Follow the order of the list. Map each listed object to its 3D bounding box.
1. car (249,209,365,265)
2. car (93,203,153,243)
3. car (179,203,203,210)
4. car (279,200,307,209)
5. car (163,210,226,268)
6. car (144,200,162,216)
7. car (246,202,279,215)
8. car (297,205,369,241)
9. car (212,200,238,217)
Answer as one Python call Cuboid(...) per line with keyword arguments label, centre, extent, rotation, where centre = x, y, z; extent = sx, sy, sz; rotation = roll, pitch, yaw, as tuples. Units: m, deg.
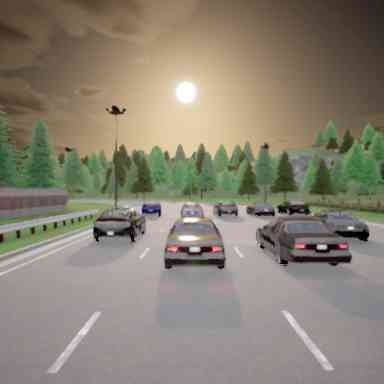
Cuboid(label="car", centre=(3.582, 1.564, 11.655), extent=(2.033, 1.411, 5.357), rotation=(0, 0, 0))
Cuboid(label="car", centre=(-3.411, 1.513, 16.340), extent=(2.128, 1.511, 4.902), rotation=(0, 0, 0))
Cuboid(label="car", centre=(-0.059, 1.584, 26.650), extent=(2.033, 1.411, 5.357), rotation=(0, 0, -2))
Cuboid(label="car", centre=(9.972, 1.524, 33.258), extent=(1.882, 1.535, 5.008), rotation=(0, 0, -5))
Cuboid(label="car", centre=(0.081, 1.562, 11.260), extent=(2.033, 1.411, 5.357), rotation=(0, 0, 0))
Cuboid(label="car", centre=(-4.046, 1.522, 33.252), extent=(1.882, 1.535, 5.008), rotation=(0, 0, -5))
Cuboid(label="car", centre=(6.550, 1.608, 32.231), extent=(1.994, 1.385, 4.181), rotation=(0, 0, -5))
Cuboid(label="car", centre=(7.089, 1.587, 16.837), extent=(1.994, 1.385, 4.181), rotation=(0, 0, 0))
Cuboid(label="car", centre=(3.103, 1.535, 31.702), extent=(2.128, 1.511, 4.902), rotation=(0, 0, -5))
